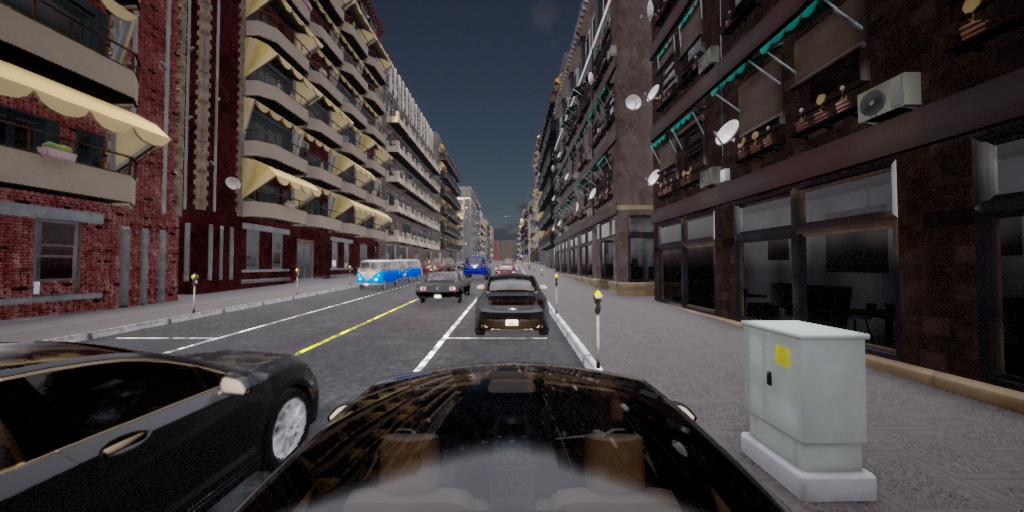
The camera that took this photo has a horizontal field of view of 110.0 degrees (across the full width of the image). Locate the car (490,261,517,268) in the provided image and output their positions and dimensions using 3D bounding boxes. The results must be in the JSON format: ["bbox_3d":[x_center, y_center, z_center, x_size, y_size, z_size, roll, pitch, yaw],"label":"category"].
[{"bbox_3d":[-0.452,1.322,28.072,1.888,1.381,4.507,0,0,0],"label":"car"}]

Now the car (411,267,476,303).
[{"bbox_3d":[-3.018,1.361,16.873,1.895,1.301,4.718,0,0,0],"label":"car"}]

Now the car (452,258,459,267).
[{"bbox_3d":[-8.335,1.128,44.724,2.192,1.841,5.009,0,0,0],"label":"car"}]

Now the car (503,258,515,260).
[{"bbox_3d":[-0.445,1.240,39.134,1.967,1.591,4.097,0,0,0],"label":"car"}]

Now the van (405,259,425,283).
[{"bbox_3d":[-8.335,1.118,28.134,1.690,1.789,3.998,0,0,0],"label":"van"}]

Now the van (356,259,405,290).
[{"bbox_3d":[-8.335,1.108,22.603,1.690,1.789,3.998,0,0,0],"label":"van"}]

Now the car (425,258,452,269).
[{"bbox_3d":[-8.335,1.115,39.194,2.192,1.841,5.009,0,0,0],"label":"car"}]

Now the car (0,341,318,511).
[{"bbox_3d":[-3.020,1.256,1.950,1.837,1.490,4.892,0,0,0],"label":"car"}]

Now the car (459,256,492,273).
[{"bbox_3d":[-3.019,1.000,31.773,2.150,2.045,5.566,0,0,0],"label":"car"}]

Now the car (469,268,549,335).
[{"bbox_3d":[0.000,1.259,10.503,1.837,1.490,4.892,0,0,0],"label":"car"}]
